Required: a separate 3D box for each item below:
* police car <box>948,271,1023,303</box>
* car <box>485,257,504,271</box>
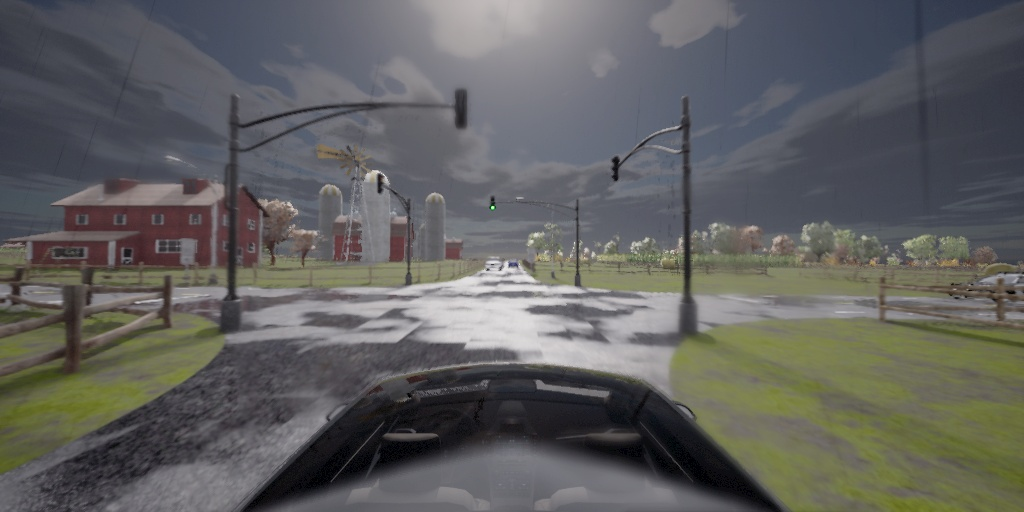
[{"bbox_3d":[26.208,1.626,18.963,5.238,1.638,1.930,1,-1,0],"label":"police car"},{"bbox_3d":[-2.625,1.108,52.071,2.150,2.045,5.566,0,0,1],"label":"car"}]
